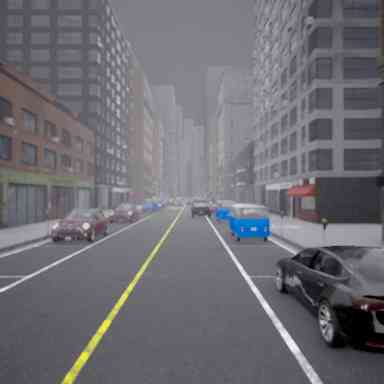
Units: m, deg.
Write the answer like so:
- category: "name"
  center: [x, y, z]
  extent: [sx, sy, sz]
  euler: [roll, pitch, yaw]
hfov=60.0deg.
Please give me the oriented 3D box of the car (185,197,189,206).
- category: "car"
  center: [0.010, 2.142, 70.144]
  extent: [1.994, 1.385, 4.181]
  euler: [0, -1, 0]

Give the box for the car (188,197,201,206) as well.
- category: "car"
  center: [0.906, 1.807, 44.880]
  extent: [2.097, 1.767, 4.553]
  euler: [0, -1, 0]

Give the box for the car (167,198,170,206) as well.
- category: "car"
  center: [-5.661, 2.190, 61.237]
  extent: [1.947, 1.339, 4.313]
  euler: [0, -1, 0]

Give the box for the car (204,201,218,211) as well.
- category: "car"
  center: [2.863, 2.092, 50.233]
  extent: [1.802, 1.307, 4.206]
  euler: [0, -1, 0]

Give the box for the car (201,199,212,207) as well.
- category: "car"
  center: [2.865, 2.121, 66.739]
  extent: [1.967, 1.590, 4.097]
  euler: [0, -1, 0]

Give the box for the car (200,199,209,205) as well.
- category: "car"
  center: [2.866, 2.347, 77.740]
  extent: [2.008, 1.369, 4.403]
  euler: [0, -1, 0]

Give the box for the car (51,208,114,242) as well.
- category: "car"
  center: [-5.667, 1.616, 17.230]
  extent: [1.967, 1.590, 4.097]
  euler: [0, -1, 0]

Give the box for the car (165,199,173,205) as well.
- category: "car"
  center: [-5.659, 2.437, 83.241]
  extent: [1.802, 1.307, 4.206]
  euler: [0, -1, 0]

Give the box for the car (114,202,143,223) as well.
- category: "car"
  center: [-5.665, 1.727, 28.232]
  extent: [1.967, 1.590, 4.097]
  euler: [0, -1, 0]

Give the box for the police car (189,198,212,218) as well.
- category: "police car"
  center: [0.905, 1.781, 35.019]
  extent: [1.930, 1.638, 5.238]
  euler: [0, -1, 0]

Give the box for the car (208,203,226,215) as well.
- category: "car"
  center: [2.862, 1.980, 39.232]
  extent: [1.802, 1.307, 4.206]
  euler: [0, -1, 0]

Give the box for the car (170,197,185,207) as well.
- category: "car"
  center: [-3.004, 2.168, 65.740]
  extent: [2.128, 1.511, 4.902]
  euler: [0, -1, 0]

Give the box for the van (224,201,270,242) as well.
- category: "van"
  center: [2.858, 1.517, 17.230]
  extent: [1.690, 1.788, 3.998]
  euler: [0, -1, 0]

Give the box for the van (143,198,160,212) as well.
- category: "van"
  center: [-5.664, 1.795, 44.737]
  extent: [1.690, 1.788, 3.998]
  euler: [0, -1, 0]

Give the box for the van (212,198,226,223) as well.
- category: "van"
  center: [2.860, 1.628, 28.232]
  extent: [1.690, 1.788, 3.998]
  euler: [0, -1, 0]

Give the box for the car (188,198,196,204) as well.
- category: "car"
  center: [0.011, 2.240, 85.251]
  extent: [1.837, 1.490, 4.892]
  euler: [0, -1, 0]

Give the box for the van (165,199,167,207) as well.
- category: "van"
  center: [-5.662, 1.908, 55.738]
  extent: [1.690, 1.788, 3.998]
  euler: [0, -1, 0]

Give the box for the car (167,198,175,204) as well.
- category: "car"
  center: [-5.658, 2.353, 88.744]
  extent: [1.967, 1.590, 4.097]
  euler: [0, -1, 0]

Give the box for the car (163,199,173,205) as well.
- category: "car"
  center: [-5.659, 2.362, 77.740]
  extent: [1.947, 1.339, 4.313]
  euler: [0, -1, 0]

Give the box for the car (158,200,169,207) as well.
- category: "car"
  center: [-5.660, 2.263, 66.738]
  extent: [1.802, 1.307, 4.206]
  euler: [0, -1, 0]

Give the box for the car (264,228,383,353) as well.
- category: "car"
  center: [2.857, 1.631, 6.225]
  extent: [1.947, 1.339, 4.313]
  euler: [0, -1, 0]

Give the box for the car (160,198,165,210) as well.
- category: "car"
  center: [-5.663, 2.061, 50.235]
  extent: [2.008, 1.369, 4.403]
  euler: [0, -1, 0]
